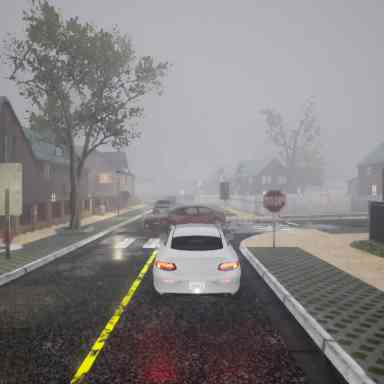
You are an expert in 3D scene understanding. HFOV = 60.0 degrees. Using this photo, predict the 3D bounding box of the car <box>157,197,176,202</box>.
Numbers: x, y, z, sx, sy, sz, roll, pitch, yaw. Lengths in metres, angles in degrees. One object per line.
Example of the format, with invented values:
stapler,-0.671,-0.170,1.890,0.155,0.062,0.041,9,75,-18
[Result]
car,-2.799,1.503,32.877,1.812,1.442,4.674,0,0,-1

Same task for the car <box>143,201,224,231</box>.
car,-0.353,1.472,18.583,5.008,1.535,1.882,0,-1,-38

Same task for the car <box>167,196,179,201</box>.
car,-2.866,1.532,42.911,1.994,1.385,4.181,0,0,-1

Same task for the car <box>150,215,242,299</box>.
car,0.107,1.523,8.300,1.812,1.442,4.674,0,0,0
